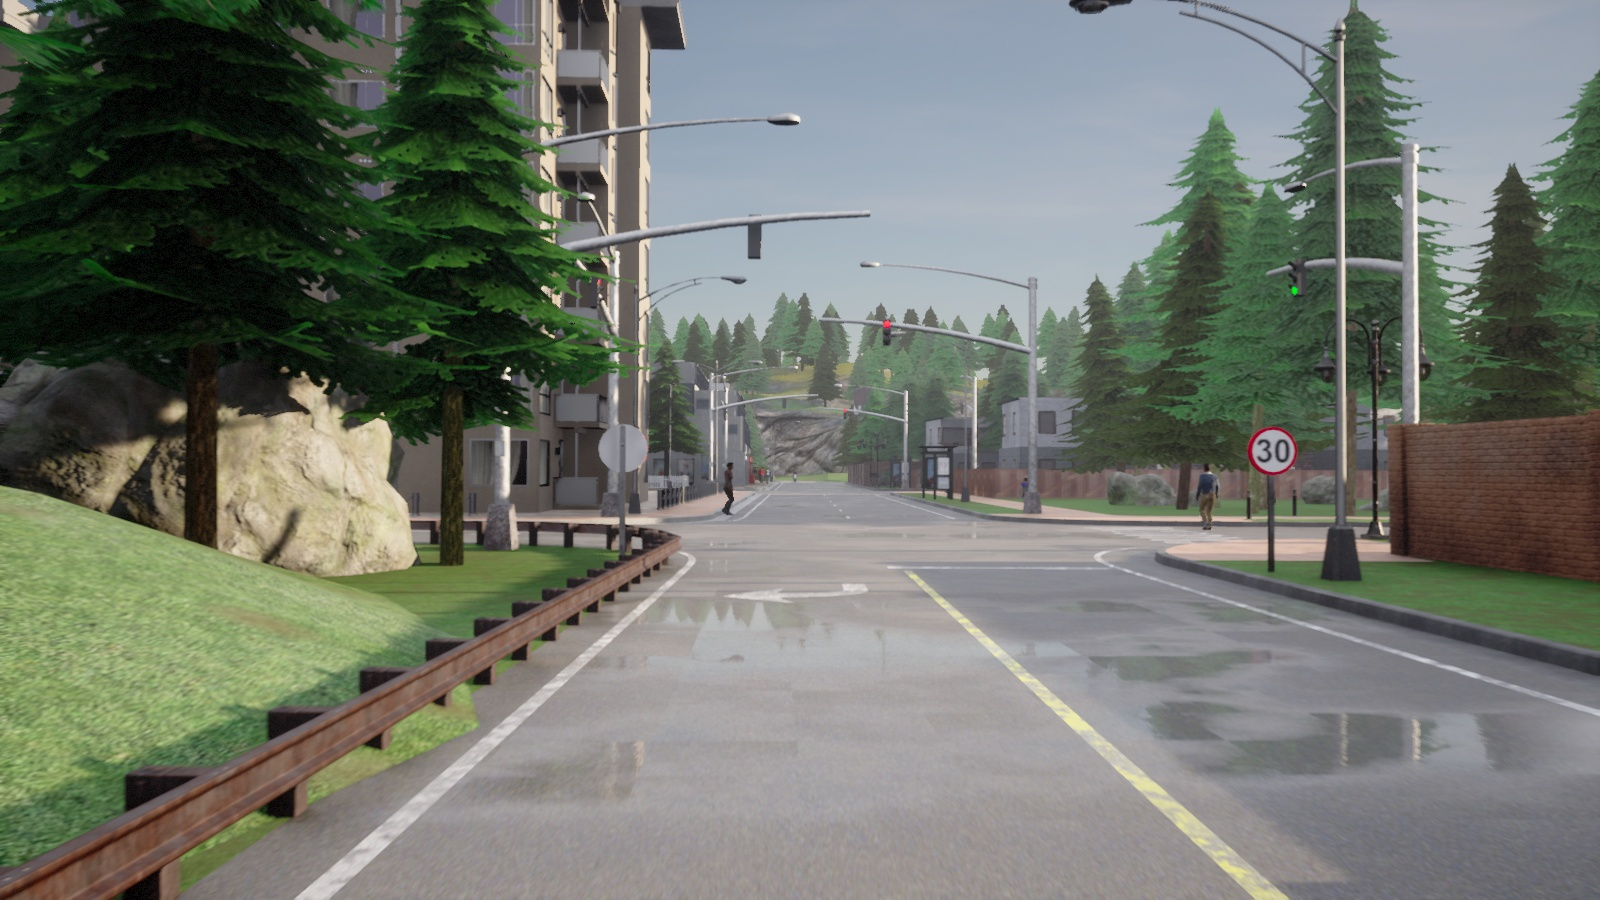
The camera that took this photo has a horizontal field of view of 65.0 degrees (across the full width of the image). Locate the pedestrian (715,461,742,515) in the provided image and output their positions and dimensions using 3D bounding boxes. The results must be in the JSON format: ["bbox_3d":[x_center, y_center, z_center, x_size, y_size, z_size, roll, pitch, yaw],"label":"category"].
[{"bbox_3d":[-2.395,1.279,42.008,0.869,1.805,0.328,0,-1,10],"label":"pedestrian"}]

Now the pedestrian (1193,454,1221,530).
[{"bbox_3d":[10.606,1.091,32.752,0.423,1.949,0.788,0,-1,-2],"label":"pedestrian"}]
